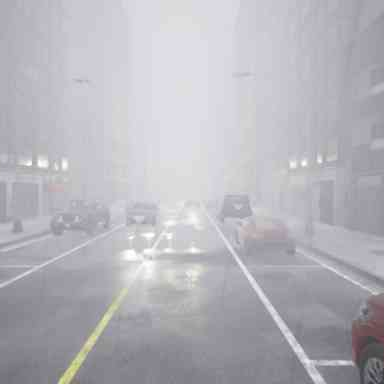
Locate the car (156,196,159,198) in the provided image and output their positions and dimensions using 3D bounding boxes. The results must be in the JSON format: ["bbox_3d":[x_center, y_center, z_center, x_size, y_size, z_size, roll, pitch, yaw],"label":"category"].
[{"bbox_3d":[-5.869,1.359,51.781,2.008,1.369,4.403,0,0,0],"label":"car"}]

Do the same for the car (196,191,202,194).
[{"bbox_3d":[2.791,1.116,92.031,1.967,1.590,4.097,0,0,0],"label":"car"}]

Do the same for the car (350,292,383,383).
[{"bbox_3d":[2.667,1.309,1.439,2.192,1.841,5.009,0,0,0],"label":"car"}]

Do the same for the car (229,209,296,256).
[{"bbox_3d":[2.665,1.532,12.629,1.802,1.307,4.206,0,0,0],"label":"car"}]

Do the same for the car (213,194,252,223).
[{"bbox_3d":[2.995,1.129,24.450,2.150,2.045,5.566,0,0,0],"label":"car"}]

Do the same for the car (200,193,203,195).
[{"bbox_3d":[2.656,1.341,57.382,2.008,1.369,4.403,0,0,0],"label":"car"}]

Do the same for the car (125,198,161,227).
[{"bbox_3d":[-3.103,1.407,21.893,2.128,1.511,4.902,0,0,0],"label":"car"}]

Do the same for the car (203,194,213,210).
[{"bbox_3d":[2.659,1.287,40.599,1.967,1.590,4.097,0,0,0],"label":"car"}]

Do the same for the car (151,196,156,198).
[{"bbox_3d":[-5.867,1.392,40.589,1.887,1.381,4.507,0,0,0],"label":"car"}]

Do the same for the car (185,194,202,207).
[{"bbox_3d":[0.050,1.355,45.977,1.812,1.442,4.674,0,0,0],"label":"car"}]

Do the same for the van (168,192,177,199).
[{"bbox_3d":[-5.735,1.017,92.065,1.690,1.788,3.998,0,0,0],"label":"van"}]

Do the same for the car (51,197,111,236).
[{"bbox_3d":[-5.862,1.244,18.205,2.192,1.841,5.009,0,0,0],"label":"car"}]
